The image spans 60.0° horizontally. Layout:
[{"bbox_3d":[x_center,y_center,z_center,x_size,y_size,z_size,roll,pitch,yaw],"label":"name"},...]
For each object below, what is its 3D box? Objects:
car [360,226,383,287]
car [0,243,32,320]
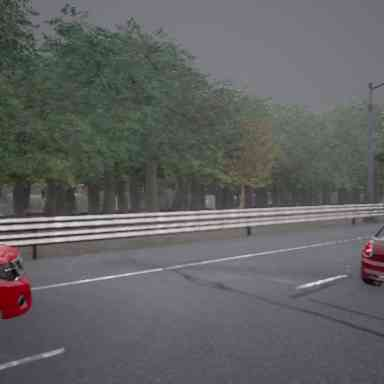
[{"bbox_3d":[6.150,1.354,8.136,4.553,1.767,2.097,0,0,-36],"label":"car"},{"bbox_3d":[-5.202,1.221,4.343,5.566,2.045,2.150,0,0,-35],"label":"car"}]
